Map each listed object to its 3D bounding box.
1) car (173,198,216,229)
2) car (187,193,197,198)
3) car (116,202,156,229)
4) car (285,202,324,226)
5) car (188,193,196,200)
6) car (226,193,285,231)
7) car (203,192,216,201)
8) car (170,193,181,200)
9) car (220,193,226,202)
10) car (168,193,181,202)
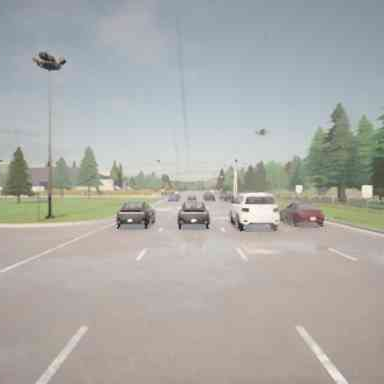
[{"bbox_3d":[0.098,1.357,20.735,2.128,1.511,4.902,0,0,0],"label":"car"},{"bbox_3d":[-0.007,1.140,63.246,2.033,1.411,5.357,0,0,0],"label":"car"},{"bbox_3d":[-3.402,1.357,20.728,2.128,1.511,4.902,0,0,0],"label":"car"},{"bbox_3d":[7.098,1.385,21.788,1.812,1.442,4.674,0,0,0],"label":"car"},{"bbox_3d":[-0.008,0.884,72.569,1.812,1.442,4.674,0,0,0],"label":"car"},{"bbox_3d":[3.598,1.093,19.895,2.150,2.045,5.566,0,0,0],"label":"car"},{"bbox_3d":[3.493,1.094,63.710,1.837,1.490,4.892,0,0,0],"label":"car"},{"bbox_3d":[-3.508,0.885,72.572,2.128,1.511,4.902,0,0,0],"label":"car"},{"bbox_3d":[6.993,1.099,62.845,1.837,1.490,4.892,0,0,0],"label":"car"},{"bbox_3d":[-3.507,1.142,62.898,2.033,1.411,5.357,0,0,0],"label":"car"}]
